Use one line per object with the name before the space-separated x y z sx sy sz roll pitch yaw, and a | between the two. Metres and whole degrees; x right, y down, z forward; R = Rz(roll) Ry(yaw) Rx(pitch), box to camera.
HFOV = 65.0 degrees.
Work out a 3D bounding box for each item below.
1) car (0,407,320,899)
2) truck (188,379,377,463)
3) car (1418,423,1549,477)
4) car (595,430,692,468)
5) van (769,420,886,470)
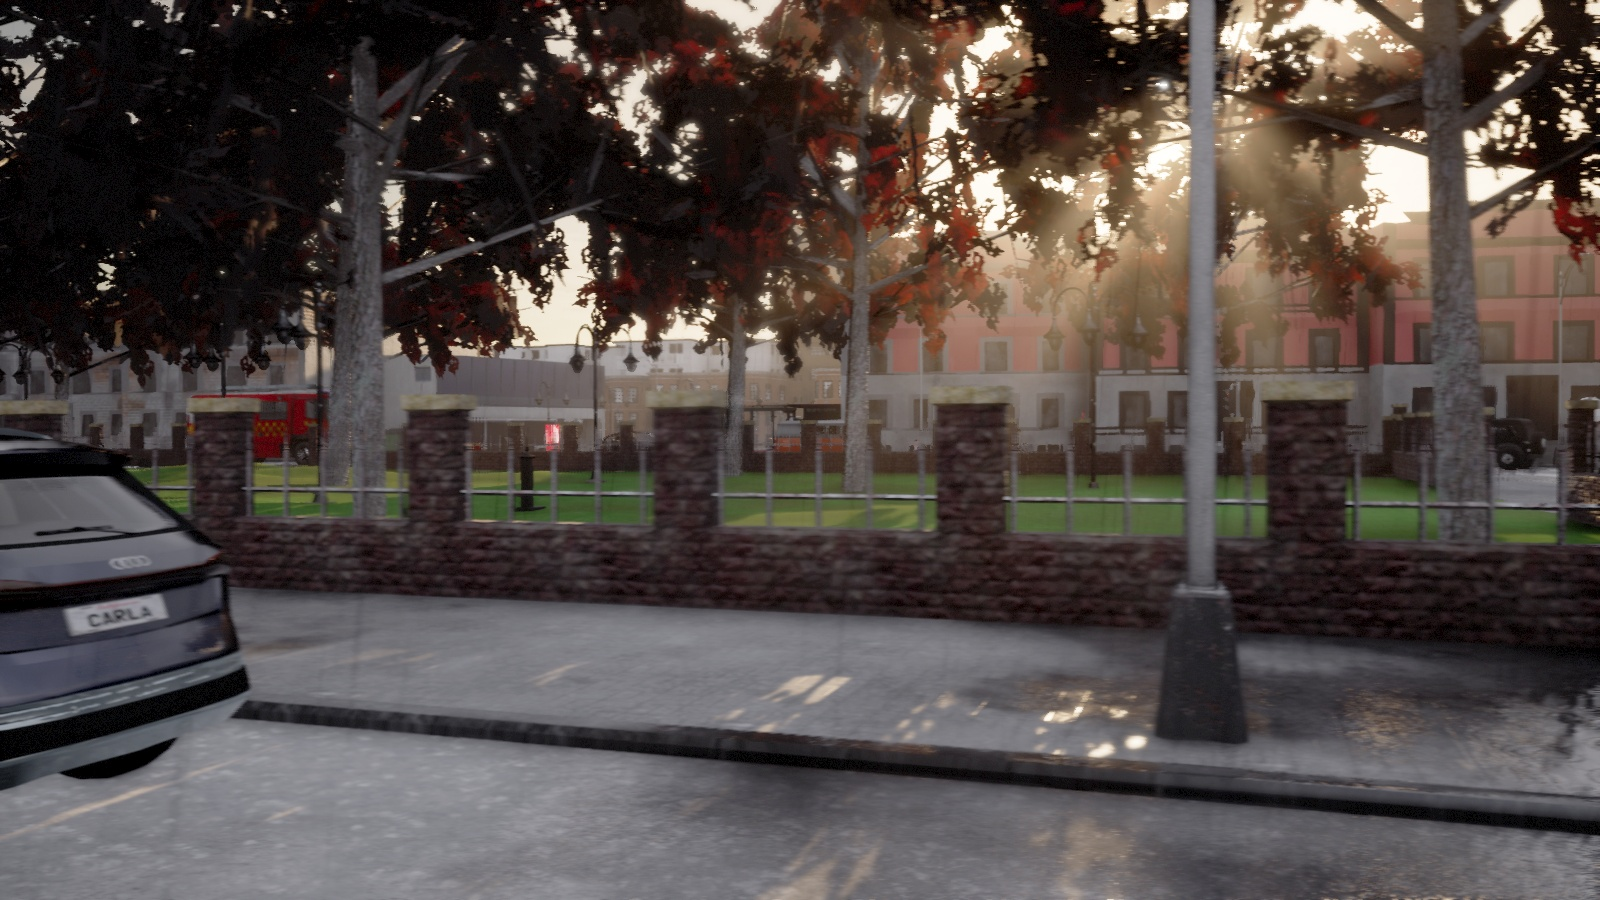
car | -4.808 0.655 5.424 4.856 1.649 2.033 0 1 16
truck | -24.623 -1.366 59.772 8.468 3.827 2.891 0 1 19
car | 25.223 -0.031 46.427 3.866 1.878 1.905 1 1 44
car | -6.675 -0.068 53.754 3.705 1.549 1.789 0 1 19
van | 1.126 -0.227 51.129 4.442 1.987 1.775 0 1 19
